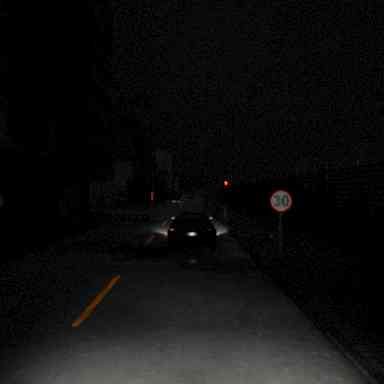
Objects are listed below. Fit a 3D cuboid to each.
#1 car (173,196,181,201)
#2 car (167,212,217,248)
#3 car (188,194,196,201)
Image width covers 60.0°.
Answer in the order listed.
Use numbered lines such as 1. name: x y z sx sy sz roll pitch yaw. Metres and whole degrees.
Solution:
1. car: -4.015 1.588 87.904 1.895 1.301 4.718 0 0 0
2. car: 0.000 1.570 14.650 1.994 1.385 4.181 0 0 0
3. car: -0.013 1.408 83.543 2.128 1.511 4.902 0 0 0
